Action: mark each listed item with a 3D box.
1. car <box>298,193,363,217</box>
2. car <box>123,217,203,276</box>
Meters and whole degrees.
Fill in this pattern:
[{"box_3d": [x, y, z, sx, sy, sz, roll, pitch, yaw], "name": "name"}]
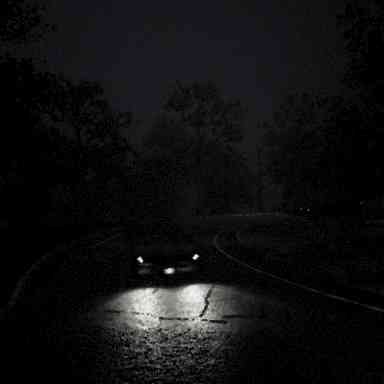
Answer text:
[{"box_3d": [12.588, 1.158, 30.276, 5.566, 2.045, 2.150, 0, -1, -6], "name": "car"}, {"box_3d": [-1.206, 1.536, 10.663, 2.033, 1.411, 5.357, 0, 0, -14], "name": "car"}]
